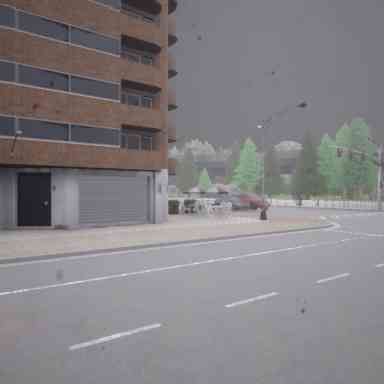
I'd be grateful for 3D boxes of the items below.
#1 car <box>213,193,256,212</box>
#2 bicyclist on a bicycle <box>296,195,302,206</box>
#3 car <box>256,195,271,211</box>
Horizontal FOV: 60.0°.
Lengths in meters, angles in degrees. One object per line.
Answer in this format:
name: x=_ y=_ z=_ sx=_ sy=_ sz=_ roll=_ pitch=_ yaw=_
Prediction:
car: x=4.471 y=1.297 z=37.414 sx=2.097 sy=1.767 sz=4.553 roll=0 pitch=0 yaw=-37
bicyclist on a bicycle: x=15.294 y=1.245 z=47.289 sx=1.656 sy=1.620 sz=0.582 roll=0 pitch=0 yaw=-36
car: x=6.856 y=1.165 z=40.154 sx=2.150 sy=2.045 sz=5.566 roll=0 pitch=0 yaw=-36
